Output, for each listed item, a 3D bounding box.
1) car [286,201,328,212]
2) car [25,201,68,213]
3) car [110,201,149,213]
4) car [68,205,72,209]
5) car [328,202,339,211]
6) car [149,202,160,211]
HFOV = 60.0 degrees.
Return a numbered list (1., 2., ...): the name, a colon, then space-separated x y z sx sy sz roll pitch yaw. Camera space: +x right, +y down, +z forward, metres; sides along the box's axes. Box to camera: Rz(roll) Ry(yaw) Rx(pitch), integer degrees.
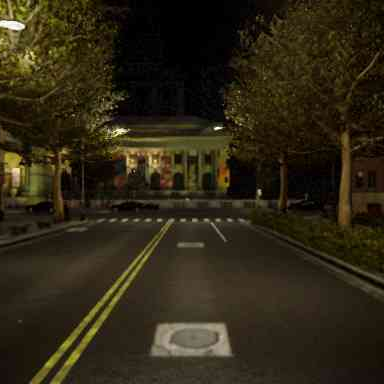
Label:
1. car: 15.280 1.993 45.217 4.902 1.511 2.128 0 -1 1
2. car: -20.052 2.012 45.300 4.892 1.490 1.837 0 -1 0
3. car: -8.732 2.008 45.288 4.892 1.490 1.837 -1 -1 0
4. car: -20.200 2.147 48.799 4.718 1.301 1.895 0 -1 -1
5. car: 20.263 2.141 48.664 4.718 1.301 1.895 0 -1 1
6. car: -7.080 2.145 48.778 4.718 1.301 1.895 0 -1 0
